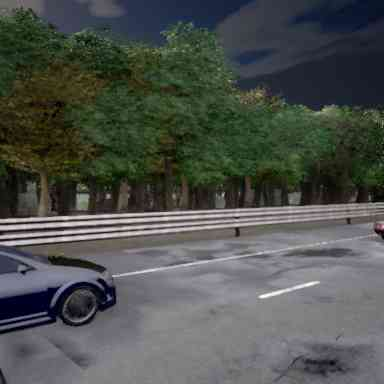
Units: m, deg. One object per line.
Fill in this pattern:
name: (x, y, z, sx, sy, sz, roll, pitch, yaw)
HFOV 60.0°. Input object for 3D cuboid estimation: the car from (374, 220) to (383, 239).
car: (10.585, 1.565, 15.599, 4.718, 1.301, 1.895, 0, 0, -36)

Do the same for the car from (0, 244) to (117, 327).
car: (-3.432, 1.563, 5.597, 4.181, 1.385, 1.994, 0, 0, -36)

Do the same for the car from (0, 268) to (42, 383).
car: (-3.602, 1.553, 1.177, 5.357, 1.411, 2.033, 0, 0, -36)
